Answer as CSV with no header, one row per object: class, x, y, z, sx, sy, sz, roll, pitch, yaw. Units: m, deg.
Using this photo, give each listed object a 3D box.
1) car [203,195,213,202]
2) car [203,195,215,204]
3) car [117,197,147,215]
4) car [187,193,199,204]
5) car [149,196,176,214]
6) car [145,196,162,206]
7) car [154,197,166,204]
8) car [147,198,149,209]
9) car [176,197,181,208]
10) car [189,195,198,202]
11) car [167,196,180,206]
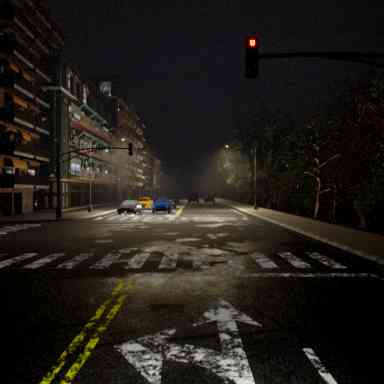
car,3.576,1.498,76.514,2.033,1.411,5.357,0,0,0
car,3.531,1.525,66.094,1.837,1.490,4.892,0,0,0
car,-6.444,1.551,34.935,2.033,1.411,5.357,0,0,0
car,0.281,1.241,66.140,2.150,2.045,5.566,0,0,0
car,-3.186,1.482,36.374,1.882,1.535,5.008,0,0,1
car,-6.270,1.504,54.728,2.128,1.511,4.902,0,0,0
car,-6.224,1.620,65.052,1.895,1.301,4.718,0,0,0
car,-6.362,1.485,44.588,1.882,1.535,5.008,0,0,1
car,-3.099,1.500,45.855,2.128,1.511,4.902,0,0,1
car,0.327,1.483,76.529,2.128,1.511,4.902,0,0,0
car,-3.014,1.518,55.916,1.837,1.490,4.892,0,0,0
